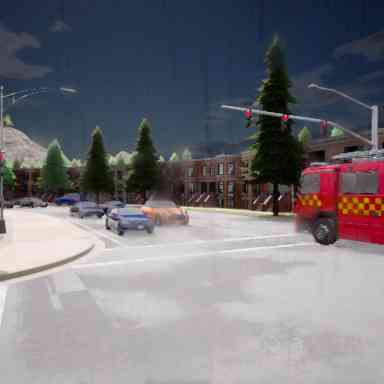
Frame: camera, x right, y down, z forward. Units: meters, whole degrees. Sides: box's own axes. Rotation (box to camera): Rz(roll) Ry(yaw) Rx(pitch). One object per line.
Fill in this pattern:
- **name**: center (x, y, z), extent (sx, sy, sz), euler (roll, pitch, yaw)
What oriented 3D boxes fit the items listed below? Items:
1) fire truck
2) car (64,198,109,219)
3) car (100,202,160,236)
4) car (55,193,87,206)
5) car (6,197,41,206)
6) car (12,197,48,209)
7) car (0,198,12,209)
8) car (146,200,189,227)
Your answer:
- **fire truck**: center (7.878, 0.342, 12.287), extent (2.891, 3.827, 8.468), euler (0, 0, -27)
- **car**: center (-9.330, 1.547, 29.165), extent (2.033, 1.411, 5.357), euler (0, 0, -33)
- **car**: center (-3.661, 1.526, 18.917), extent (1.812, 1.442, 4.674), euler (0, 0, -27)
- **car**: center (-18.855, 1.221, 51.988), extent (5.566, 2.045, 2.150), euler (0, 0, 29)
- **car**: center (-28.415, 1.547, 56.159), extent (5.357, 1.411, 2.033), euler (0, 0, 15)
- **car**: center (-21.768, 1.492, 45.554), extent (4.902, 1.511, 2.128), euler (0, 0, 30)
- **car**: center (-25.504, 1.508, 43.692), extent (4.892, 1.490, 1.837), euler (-1, 0, 27)
- **car**: center (-1.998, 1.352, 23.135), extent (2.097, 1.767, 4.553), euler (0, 0, -29)
